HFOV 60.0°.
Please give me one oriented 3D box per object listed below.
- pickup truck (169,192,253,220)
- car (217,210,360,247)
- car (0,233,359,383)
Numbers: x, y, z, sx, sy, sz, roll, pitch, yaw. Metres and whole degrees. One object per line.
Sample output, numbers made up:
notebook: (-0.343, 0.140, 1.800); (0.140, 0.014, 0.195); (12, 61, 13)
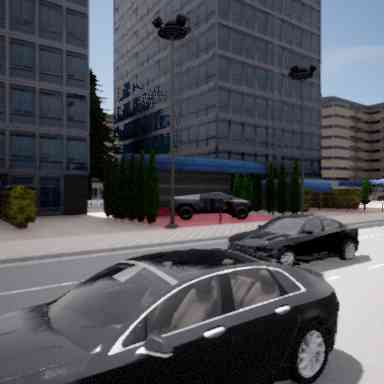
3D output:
pickup truck: (1.409, 1.028, 25.298); (6.274, 2.098, 2.390); (0, 0, -5)
car: (3.340, 1.460, 10.611); (5.008, 1.535, 1.882); (0, 0, -35)
car: (-0.253, 1.504, 3.810); (4.892, 1.490, 1.837); (1, 0, -35)
